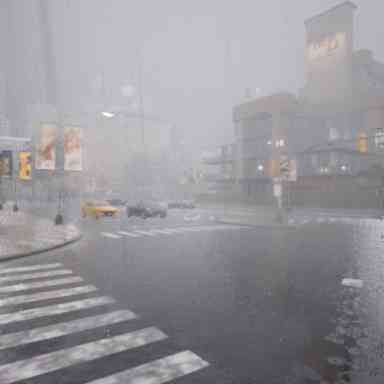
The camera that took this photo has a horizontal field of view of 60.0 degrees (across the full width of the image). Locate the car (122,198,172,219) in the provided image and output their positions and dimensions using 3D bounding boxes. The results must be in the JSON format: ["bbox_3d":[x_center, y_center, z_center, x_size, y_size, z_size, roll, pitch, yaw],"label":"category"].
[{"bbox_3d":[-4.121,1.458,30.015,2.097,1.767,4.553,1,0,-36],"label":"car"}]

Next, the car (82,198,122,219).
[{"bbox_3d":[-8.352,1.556,29.892,1.882,1.535,5.008,1,0,-36],"label":"car"}]

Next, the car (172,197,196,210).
[{"bbox_3d":[-1.475,1.795,46.267,1.895,1.301,4.718,1,0,-36],"label":"car"}]
